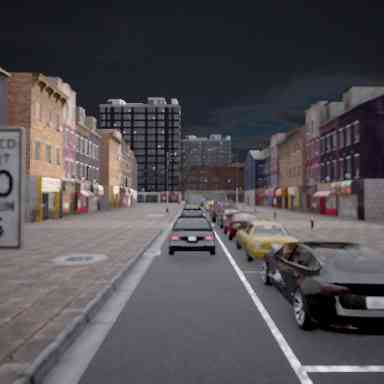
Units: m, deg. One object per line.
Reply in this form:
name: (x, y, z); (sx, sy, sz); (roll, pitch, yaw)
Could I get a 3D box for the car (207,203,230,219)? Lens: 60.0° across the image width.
car: (2.656, 1.901, 34.177); (2.008, 1.369, 4.403); (1, -1, 0)

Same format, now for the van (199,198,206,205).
van: (2.671, 2.362, 83.438); (1.690, 1.788, 3.998); (0, -1, 0)

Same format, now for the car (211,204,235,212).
car: (2.653, 1.783, 23.230); (2.008, 1.369, 4.403); (1, -1, 0)

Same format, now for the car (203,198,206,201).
car: (3.031, 1.986, 47.410); (1.882, 1.535, 5.008); (0, -1, 0)

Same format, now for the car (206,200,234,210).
car: (2.657, 1.605, 28.707); (2.192, 1.841, 5.009); (1, -1, 0)

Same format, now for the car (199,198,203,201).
car: (2.665, 2.340, 67.014); (1.947, 1.339, 4.313); (0, -1, 0)

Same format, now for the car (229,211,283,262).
car: (2.650, 1.647, 12.453); (1.752, 1.417, 4.829); (1, -1, 0)

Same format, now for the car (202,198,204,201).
car: (3.042, 2.125, 54.410); (1.812, 1.442, 4.674); (0, -1, 0)

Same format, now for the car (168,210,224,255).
car: (0.006, 1.684, 13.993); (2.033, 1.411, 5.357); (0, -1, 0)

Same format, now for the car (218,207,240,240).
car: (2.651, 1.720, 17.757); (1.887, 1.381, 4.507); (1, -1, 0)

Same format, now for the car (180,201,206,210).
car: (0.014, 1.789, 29.300); (2.128, 1.511, 4.902); (0, -1, 0)

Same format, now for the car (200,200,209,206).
car: (2.667, 2.384, 72.658); (1.752, 1.417, 4.829); (0, -1, 0)

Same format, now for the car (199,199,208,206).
car: (2.669, 2.378, 77.962); (1.967, 1.590, 4.097); (0, -1, 0)

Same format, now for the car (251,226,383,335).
car: (2.648, 1.632, 6.809); (1.947, 1.339, 4.313); (1, -1, 0)
